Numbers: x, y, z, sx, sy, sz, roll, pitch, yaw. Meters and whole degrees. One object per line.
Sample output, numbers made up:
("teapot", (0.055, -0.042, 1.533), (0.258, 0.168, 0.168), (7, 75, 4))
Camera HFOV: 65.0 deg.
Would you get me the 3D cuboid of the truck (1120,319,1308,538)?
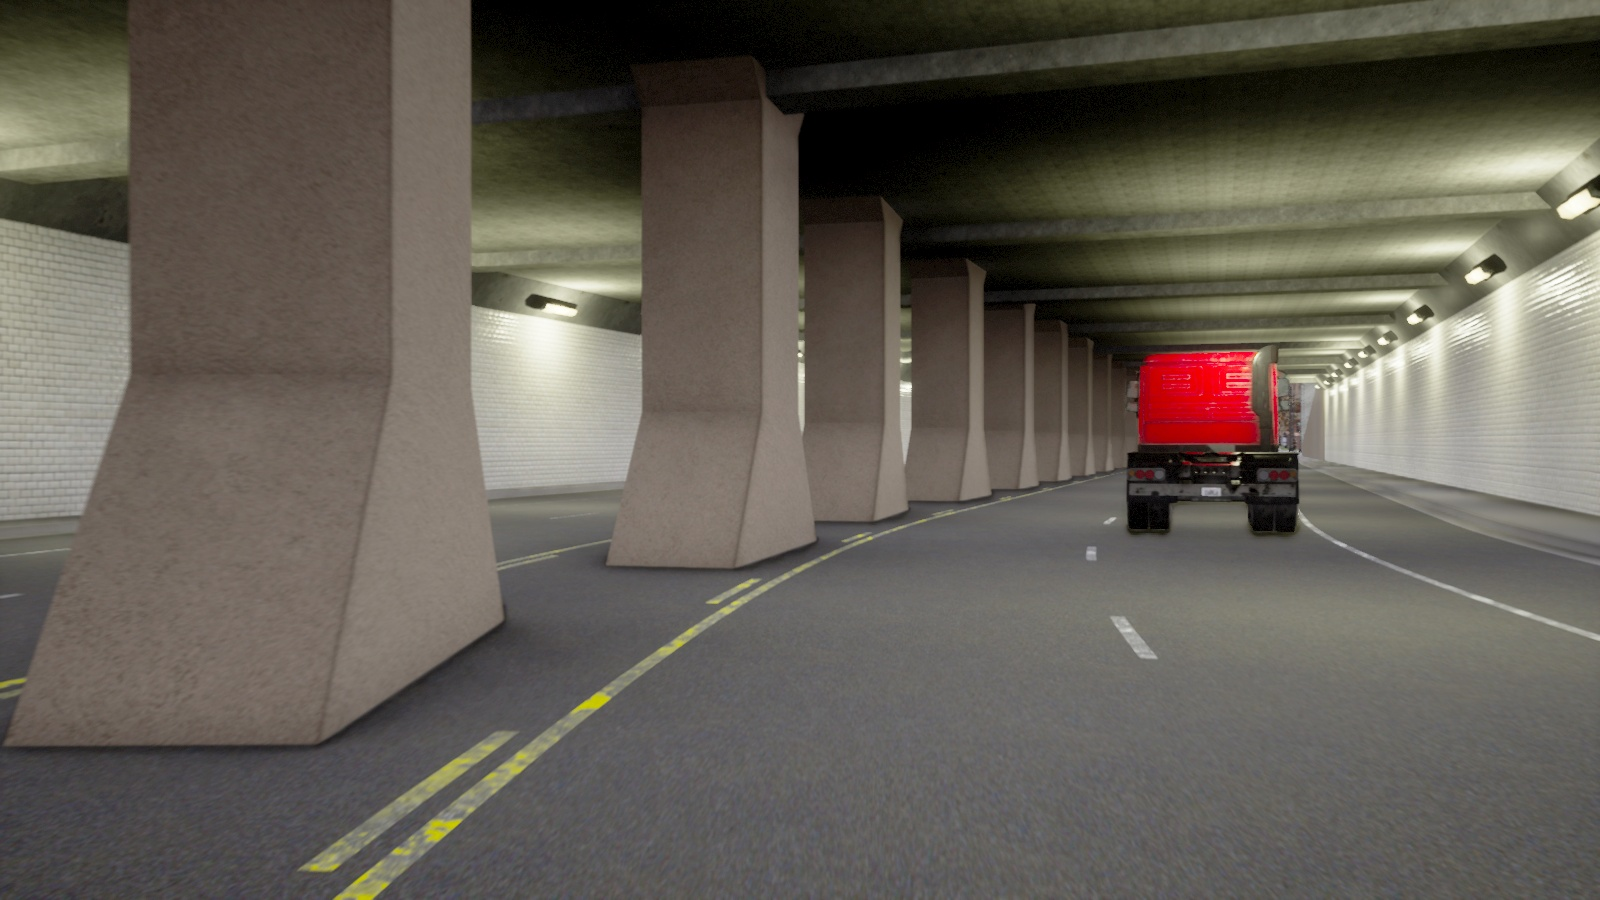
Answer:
("truck", (7.855, -0.364, 24.115), (2.891, 3.462, 7.936), (0, 0, 17))
